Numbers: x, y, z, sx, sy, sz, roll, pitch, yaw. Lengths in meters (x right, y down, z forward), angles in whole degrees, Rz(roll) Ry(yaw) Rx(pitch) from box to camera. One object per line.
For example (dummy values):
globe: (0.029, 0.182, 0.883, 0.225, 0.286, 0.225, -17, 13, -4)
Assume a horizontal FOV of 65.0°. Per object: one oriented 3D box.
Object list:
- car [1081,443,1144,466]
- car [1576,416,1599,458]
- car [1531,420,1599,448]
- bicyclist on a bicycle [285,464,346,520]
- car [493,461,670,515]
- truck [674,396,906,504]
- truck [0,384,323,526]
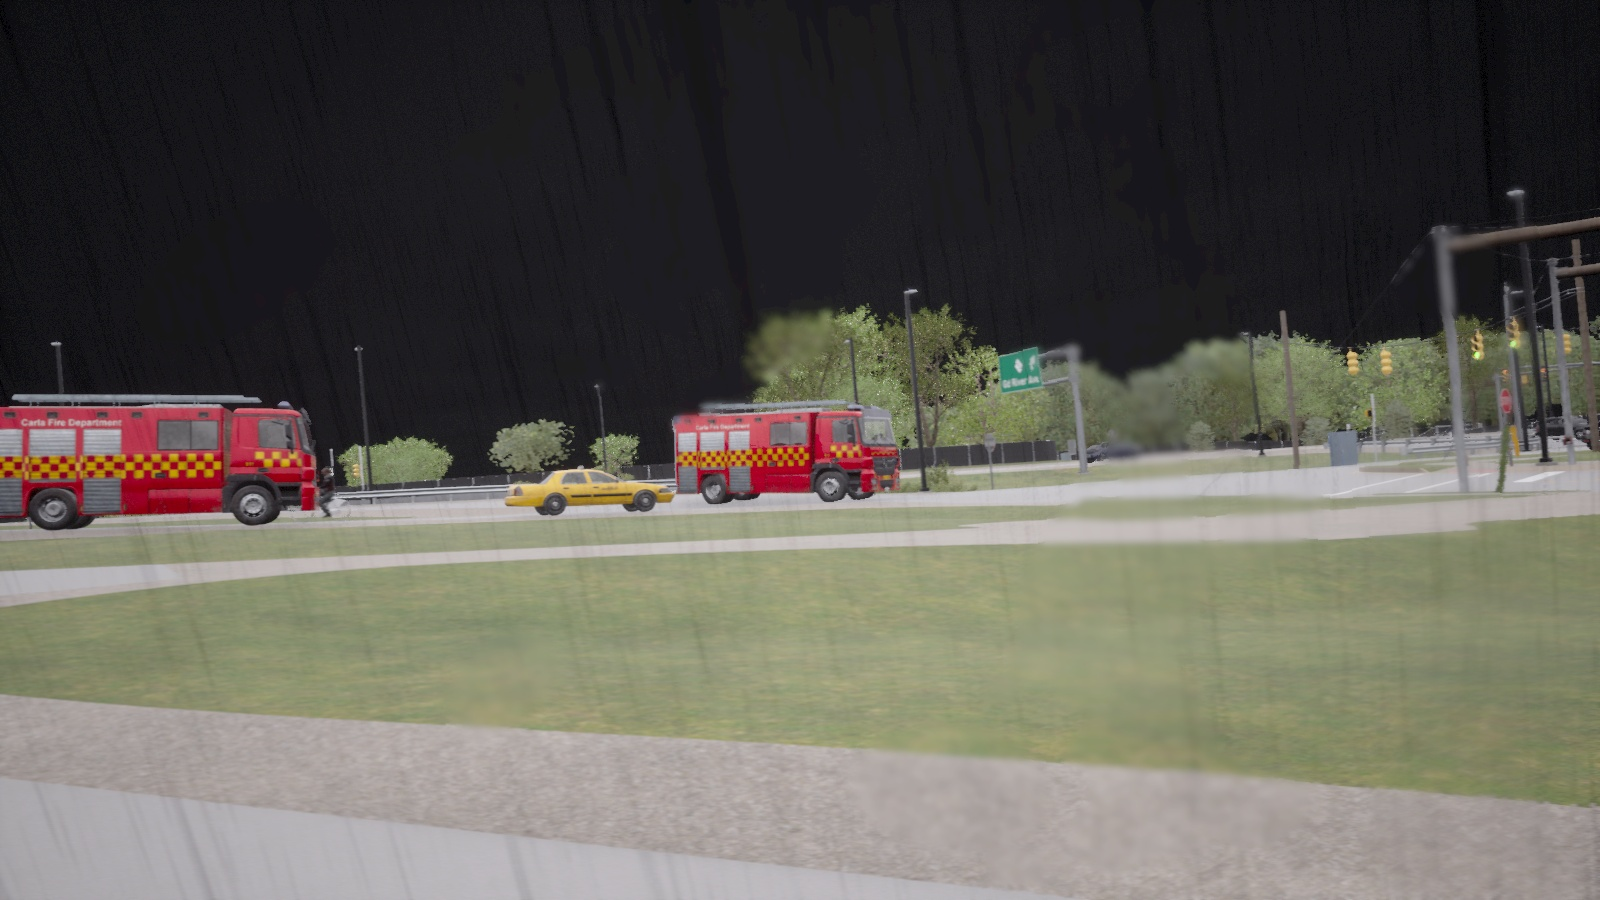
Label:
car: (23.182, 0.335, 93.220, 4.193, 1.474, 1.816, -3, -1, -23)
car: (38.546, -0.703, 58.254, 4.605, 1.855, 1.932, -3, -1, -23)
car: (49.906, -1.025, 81.628, 1.789, 1.549, 3.705, -4, -1, -25)
bicyclist on a bicycle: (-15.813, 1.373, 40.965, 1.843, 1.776, 0.659, 0, -2, -22)
car: (-7.065, 1.224, 40.709, 5.366, 1.575, 1.801, -1, -2, -22)
truck: (-0.454, 0.078, 47.930, 8.468, 3.827, 2.891, -1, -1, 28)
truck: (-18.349, 0.185, 36.200, 8.468, 3.827, 2.891, 0, -2, -18)
